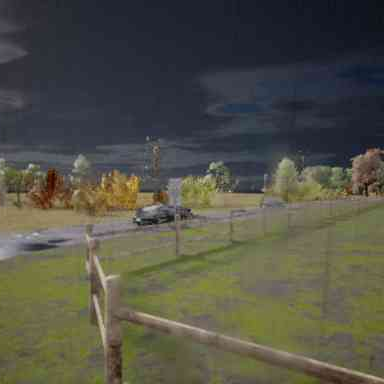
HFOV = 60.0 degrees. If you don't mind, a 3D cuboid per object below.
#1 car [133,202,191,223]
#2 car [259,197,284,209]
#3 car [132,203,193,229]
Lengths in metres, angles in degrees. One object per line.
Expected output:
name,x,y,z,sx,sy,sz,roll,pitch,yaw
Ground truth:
car,-2.217,1.525,25.810,1.895,1.301,4.718,0,0,36
car,10.361,1.405,43.220,1.837,1.490,4.892,0,0,36
car,-1.801,1.463,21.420,1.812,1.442,4.674,0,0,36
